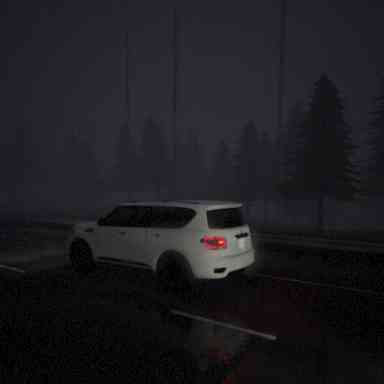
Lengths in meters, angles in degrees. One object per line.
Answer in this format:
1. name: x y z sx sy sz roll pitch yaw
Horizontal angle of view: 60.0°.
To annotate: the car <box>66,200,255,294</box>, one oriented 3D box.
1. car: -1.057 1.226 9.045 5.566 2.045 2.150 0 0 36
